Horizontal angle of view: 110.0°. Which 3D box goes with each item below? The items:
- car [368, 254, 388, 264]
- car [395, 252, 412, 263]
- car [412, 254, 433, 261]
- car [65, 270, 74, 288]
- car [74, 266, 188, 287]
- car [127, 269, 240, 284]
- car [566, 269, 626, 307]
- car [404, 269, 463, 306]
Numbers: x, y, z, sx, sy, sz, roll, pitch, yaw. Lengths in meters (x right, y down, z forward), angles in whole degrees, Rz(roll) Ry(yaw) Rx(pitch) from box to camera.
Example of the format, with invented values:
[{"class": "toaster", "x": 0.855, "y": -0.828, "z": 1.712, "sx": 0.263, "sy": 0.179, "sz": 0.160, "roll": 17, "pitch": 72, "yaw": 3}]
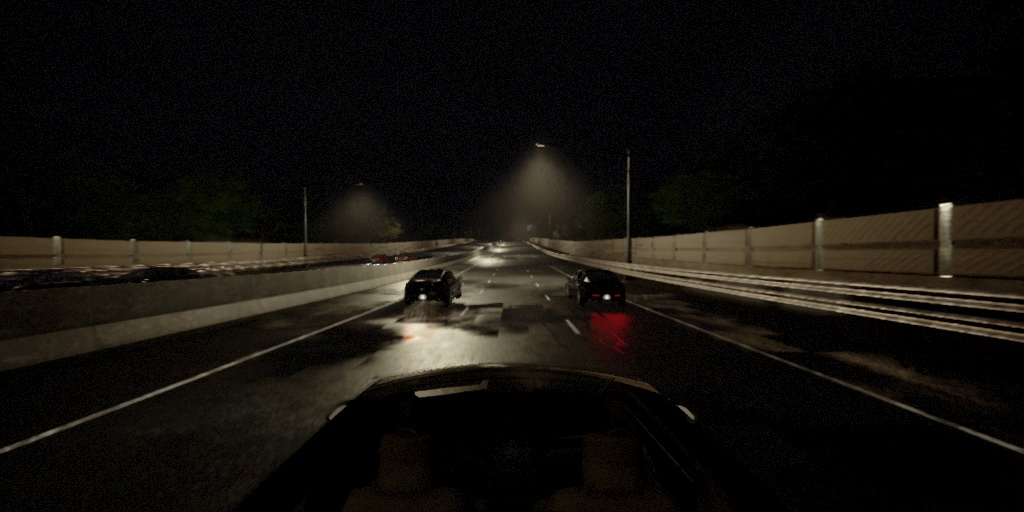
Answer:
[{"class": "car", "x": -21.024, "y": 0.453, "z": 56.674, "sx": 1.812, "sy": 1.442, "sz": 4.674, "roll": 0, "pitch": 2, "yaw": 1}, {"class": "car", "x": -17.526, "y": 0.224, "z": 58.589, "sx": 2.097, "sy": 1.767, "sz": 4.553, "roll": 0, "pitch": 2, "yaw": 1}, {"class": "car", "x": -14.020, "y": 0.381, "z": 57.647, "sx": 1.882, "sy": 1.535, "sz": 5.008, "roll": 0, "pitch": 2, "yaw": 0}, {"class": "car", "x": -21.096, "y": 1.352, "z": 16.146, "sx": 2.033, "sy": 1.411, "sz": 5.357, "roll": 0, "pitch": 0, "yaw": 0}, {"class": "car", "x": -17.591, "y": 1.278, "z": 17.756, "sx": 1.882, "sy": 1.535, "sz": 5.008, "roll": 0, "pitch": 0, "yaw": 0}, {"class": "car", "x": -14.096, "y": 1.405, "z": 16.460, "sx": 1.895, "sy": 1.301, "sz": 4.718, "roll": 0, "pitch": 0, "yaw": 0}, {"class": "car", "x": 3.601, "y": 1.313, "z": 16.028, "sx": 1.837, "sy": 1.490, "sz": 4.892, "roll": 0, "pitch": 0, "yaw": 0}, {"class": "car", "x": -3.399, "y": 1.312, "z": 16.079, "sx": 1.837, "sy": 1.490, "sz": 4.892, "roll": 0, "pitch": 0, "yaw": 0}]
